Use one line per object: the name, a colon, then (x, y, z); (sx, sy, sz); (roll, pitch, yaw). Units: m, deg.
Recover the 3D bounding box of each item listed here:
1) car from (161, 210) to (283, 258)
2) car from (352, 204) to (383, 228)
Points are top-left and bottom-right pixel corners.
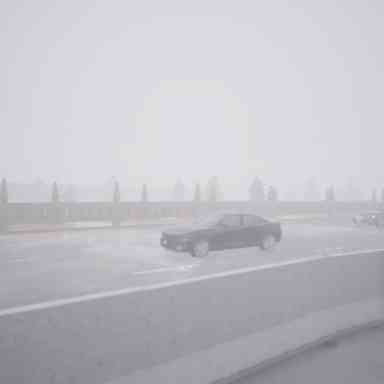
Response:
car: (1.229, 1.483, 12.802); (5.008, 1.535, 1.882); (0, 0, -30)
car: (13.132, 1.591, 22.607); (4.902, 1.511, 2.128); (0, 0, -22)
